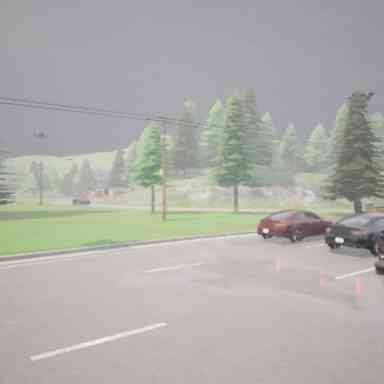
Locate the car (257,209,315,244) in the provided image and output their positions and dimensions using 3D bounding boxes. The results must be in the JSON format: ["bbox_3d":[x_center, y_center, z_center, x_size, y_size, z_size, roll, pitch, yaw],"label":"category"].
[{"bbox_3d":[5.158,1.556,16.077,4.674,1.442,1.812,0,0,-35],"label":"car"}]

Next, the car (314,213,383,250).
[{"bbox_3d":[7.159,1.556,13.216,4.674,1.442,1.812,0,0,-35],"label":"car"}]

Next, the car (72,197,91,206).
[{"bbox_3d":[-18.938,1.516,56.875,1.882,1.535,5.008,0,0,-36],"label":"car"}]

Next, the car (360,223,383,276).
[{"bbox_3d":[6.914,1.572,8.775,5.357,1.411,2.033,0,0,-35],"label":"car"}]
